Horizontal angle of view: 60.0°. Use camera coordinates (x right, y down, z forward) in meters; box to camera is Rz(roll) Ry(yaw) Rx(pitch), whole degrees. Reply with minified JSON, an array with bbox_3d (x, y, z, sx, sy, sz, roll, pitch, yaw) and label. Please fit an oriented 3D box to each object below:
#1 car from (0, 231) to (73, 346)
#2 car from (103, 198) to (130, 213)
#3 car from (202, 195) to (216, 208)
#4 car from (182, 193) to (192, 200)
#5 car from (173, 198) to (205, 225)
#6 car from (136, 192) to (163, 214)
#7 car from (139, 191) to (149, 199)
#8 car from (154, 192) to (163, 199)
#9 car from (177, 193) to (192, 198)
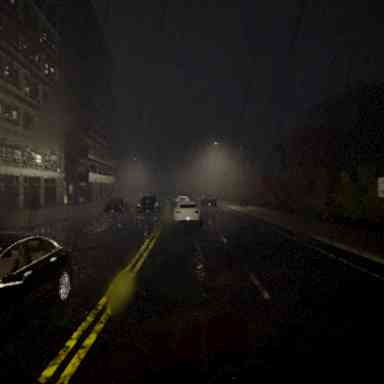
[{"bbox_3d":[-3.396,1.471,5.176,1.837,1.490,4.892,0,0,-1],"label":"car"},{"bbox_3d":[-7.414,1.322,33.229,2.033,1.411,5.357,0,0,-2],"label":"car"},{"bbox_3d":[1.969,1.204,42.447,1.837,1.490,4.892,0,0,-3],"label":"car"},{"bbox_3d":[-1.201,0.938,77.074,1.837,1.490,4.892,0,0,-7],"label":"car"},{"bbox_3d":[-0.318,1.371,22.511,1.812,1.442,4.674,0,0,-2],"label":"car"},{"bbox_3d":[-4.127,1.129,32.298,2.097,1.767,4.553,0,1,-2],"label":"car"},{"bbox_3d":[-10.902,0.582,76.100,2.097,1.767,4.553,0,0,-7],"label":"car"},{"bbox_3d":[-7.673,0.696,76.470,1.882,1.535,5.008,0,0,-7],"label":"car"},{"bbox_3d":[-1.153,1.244,40.353,1.812,1.442,4.674,0,0,-3],"label":"car"}]
